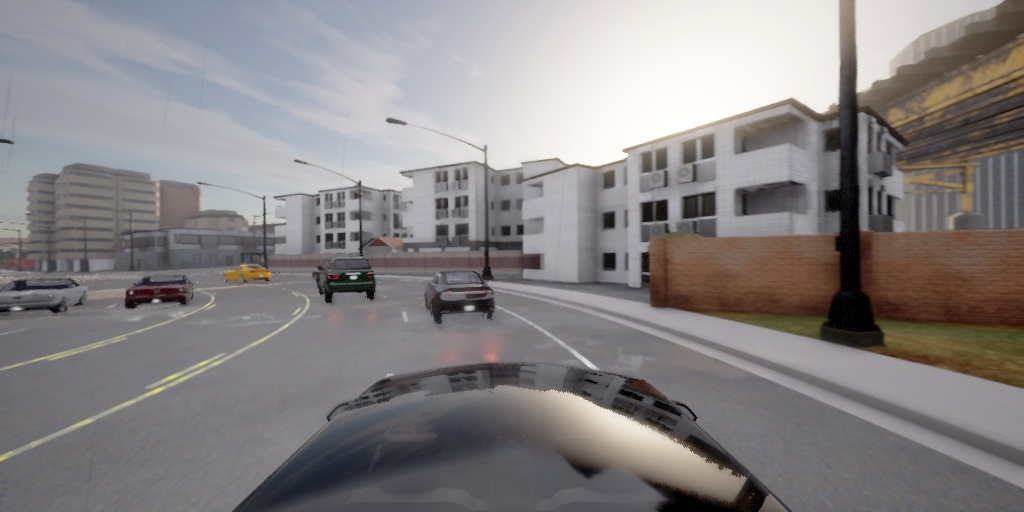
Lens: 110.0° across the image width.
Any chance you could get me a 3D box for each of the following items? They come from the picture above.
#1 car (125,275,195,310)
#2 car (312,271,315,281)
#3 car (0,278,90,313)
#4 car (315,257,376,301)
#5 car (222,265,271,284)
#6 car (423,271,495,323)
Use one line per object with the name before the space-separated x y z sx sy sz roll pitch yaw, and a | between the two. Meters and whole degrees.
car | -15.734 1.524 16.231 1.895 1.301 4.718 -1 0 -39
car | -14.646 1.509 29.784 4.718 1.301 1.895 -1 0 37
car | -18.763 1.559 14.251 1.895 1.301 4.718 -1 0 -40
car | -8.491 1.063 18.291 2.150 2.045 5.566 0 0 -32
car | -22.665 1.476 30.566 5.008 1.535 1.882 -1 0 30
car | -1.939 1.261 12.395 2.128 1.511 4.902 -1 0 -18
